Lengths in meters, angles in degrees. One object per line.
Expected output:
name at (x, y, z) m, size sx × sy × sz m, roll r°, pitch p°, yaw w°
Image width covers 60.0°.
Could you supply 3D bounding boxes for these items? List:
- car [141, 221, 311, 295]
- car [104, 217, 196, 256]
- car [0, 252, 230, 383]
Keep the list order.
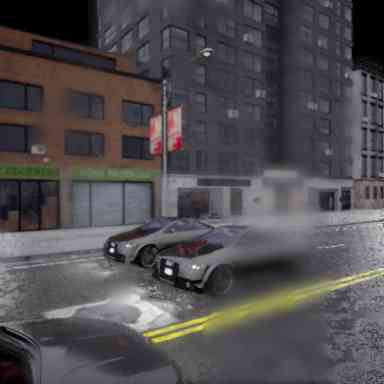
car at (1.109, 1.560, 8.467) m, size 4.181 × 1.385 × 1.994 m, roll 0°, pitch 0°, yaw -35°
car at (-0.767, 1.560, 11.121) m, size 4.181 × 1.385 × 1.994 m, roll 0°, pitch 0°, yaw -35°
car at (-2.260, 1.507, 1.828) m, size 4.892 × 1.490 × 1.837 m, roll 0°, pitch 0°, yaw -35°
